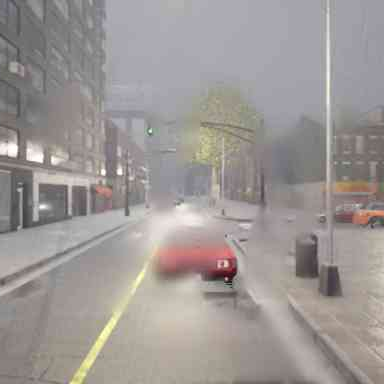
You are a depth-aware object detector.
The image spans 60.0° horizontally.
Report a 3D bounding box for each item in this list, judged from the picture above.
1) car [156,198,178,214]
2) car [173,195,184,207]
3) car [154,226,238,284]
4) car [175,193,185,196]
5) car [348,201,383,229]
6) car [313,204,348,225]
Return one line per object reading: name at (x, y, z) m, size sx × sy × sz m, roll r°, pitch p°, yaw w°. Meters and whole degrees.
car at (-2.837, 1.660, 36.385) m, size 1.895 × 1.301 × 4.718 m, roll 0°, pitch 0°, yaw 0°
car at (-2.816, 1.656, 52.778) m, size 1.994 × 1.385 × 4.181 m, roll 0°, pitch 0°, yaw 0°
car at (0.089, 1.615, 9.547) m, size 1.895 × 1.301 × 4.718 m, roll 0°, pitch 0°, yaw 0°
car at (-2.726, 1.229, 68.940) m, size 2.150 × 2.045 × 5.566 m, roll 0°, pitch 0°, yaw 0°
car at (12.932, 1.461, 21.331) m, size 4.553 × 1.767 × 2.097 m, roll 0°, pitch 0°, yaw 0°
car at (10.933, 1.550, 24.006) m, size 4.097 × 1.590 × 1.967 m, roll 0°, pitch -1°, yaw 0°
